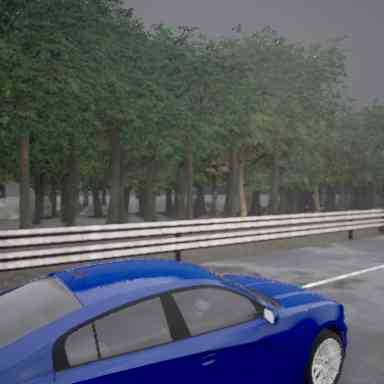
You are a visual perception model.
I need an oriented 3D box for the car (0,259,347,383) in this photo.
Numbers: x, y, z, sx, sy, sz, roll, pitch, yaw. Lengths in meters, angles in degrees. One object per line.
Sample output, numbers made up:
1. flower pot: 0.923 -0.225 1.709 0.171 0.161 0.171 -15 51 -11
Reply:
1. car: -0.348 1.483 3.503 5.008 1.535 1.882 0 0 -36
